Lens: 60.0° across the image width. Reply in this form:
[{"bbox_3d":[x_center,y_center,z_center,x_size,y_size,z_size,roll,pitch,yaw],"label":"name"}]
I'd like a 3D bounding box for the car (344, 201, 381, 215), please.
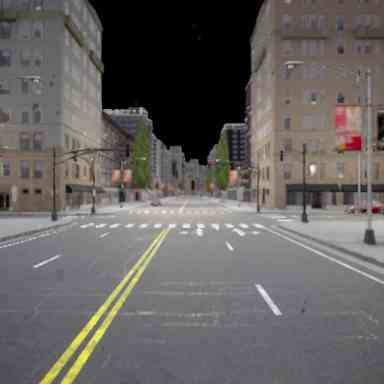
[{"bbox_3d":[18.925,1.695,36.567,4.097,1.590,1.967,0,0,0],"label":"car"}]

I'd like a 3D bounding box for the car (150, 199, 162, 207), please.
[{"bbox_3d":[-6.485,1.993,60.510,1.837,1.490,4.892,0,2,0],"label":"car"}]

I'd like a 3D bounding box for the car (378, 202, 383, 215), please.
[{"bbox_3d":[18.882,1.794,28.542,4.313,1.339,1.947,0,0,0],"label":"car"}]
